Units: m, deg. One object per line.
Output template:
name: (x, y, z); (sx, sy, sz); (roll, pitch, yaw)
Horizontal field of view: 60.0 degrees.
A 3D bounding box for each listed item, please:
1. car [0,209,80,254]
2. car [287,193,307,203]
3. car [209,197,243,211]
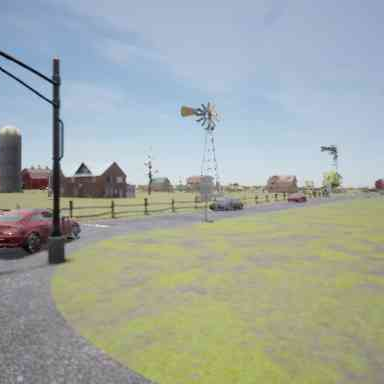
car: (-6.065, 1.357, 12.699); (1.812, 1.442, 4.674); (-1, 0, 8)
car: (16.458, 0.884, 51.979); (1.882, 1.535, 5.008); (0, 0, 36)
car: (3.496, 1.186, 33.732); (1.994, 1.385, 4.181); (0, 1, 35)
